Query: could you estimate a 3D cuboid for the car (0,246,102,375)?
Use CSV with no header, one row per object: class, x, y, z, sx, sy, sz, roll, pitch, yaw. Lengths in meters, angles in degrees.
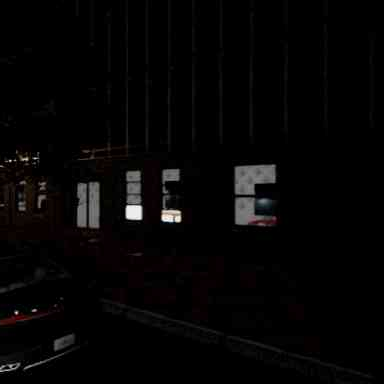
car,-3.286,1.538,5.220,4.403,1.369,2.008,0,0,35
